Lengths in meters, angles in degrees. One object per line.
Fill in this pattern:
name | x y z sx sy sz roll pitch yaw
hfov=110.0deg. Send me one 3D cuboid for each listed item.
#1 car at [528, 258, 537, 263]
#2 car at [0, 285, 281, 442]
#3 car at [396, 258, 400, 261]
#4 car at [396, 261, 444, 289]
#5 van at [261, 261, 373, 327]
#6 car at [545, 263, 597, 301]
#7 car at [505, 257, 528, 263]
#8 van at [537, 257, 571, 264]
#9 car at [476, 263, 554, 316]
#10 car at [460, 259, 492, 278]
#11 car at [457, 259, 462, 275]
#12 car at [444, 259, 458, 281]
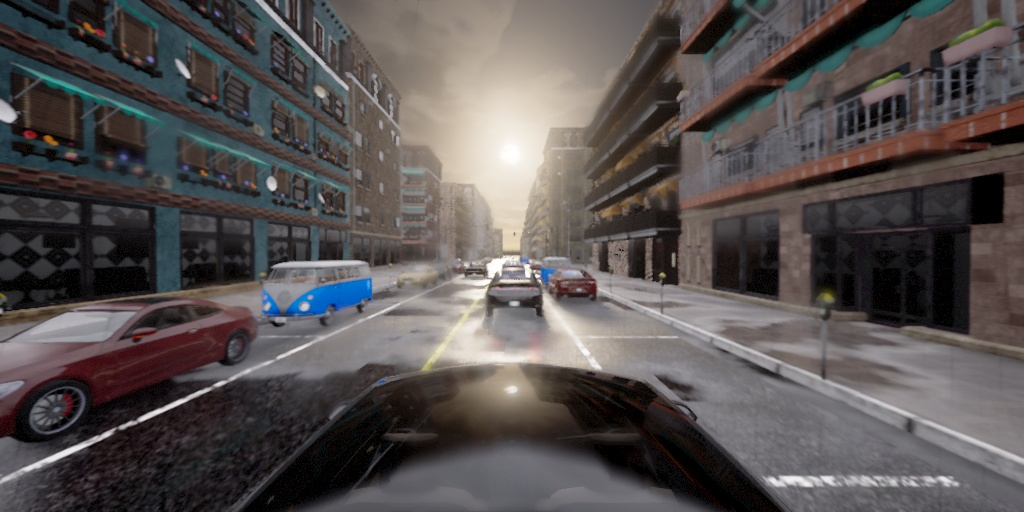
car | 2.802 1.131 39.201 1.802 1.307 4.207 0 0 0
car | -5.690 1.311 5.264 1.802 1.307 4.207 0 0 0
car | -17.736 0.956 54.387 4.207 1.307 1.802 0 0 0
car | -5.688 1.157 22.078 1.751 1.417 4.829 0 0 0
van | -5.690 1.036 10.926 1.690 1.789 3.998 0 0 0
car | 2.691 1.208 16.560 1.888 1.381 4.507 0 0 0
car | 0.097 1.068 30.203 1.882 1.535 5.008 0 0 0
van | 2.692 0.973 22.221 1.690 1.789 3.998 0 0 0
car | 0.091 1.176 12.976 2.128 1.511 4.902 0 0 0
car | -3.089 1.184 31.817 1.895 1.301 4.718 0 0 0
car | -5.730 1.006 35.421 1.967 1.591 4.097 0 0 0
car | -5.688 1.168 27.910 1.948 1.339 4.313 0 0 0
